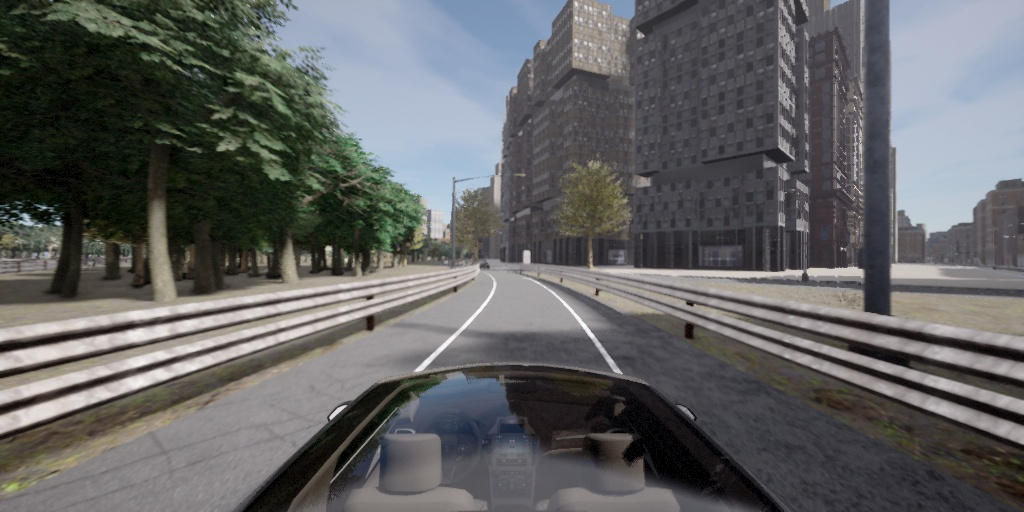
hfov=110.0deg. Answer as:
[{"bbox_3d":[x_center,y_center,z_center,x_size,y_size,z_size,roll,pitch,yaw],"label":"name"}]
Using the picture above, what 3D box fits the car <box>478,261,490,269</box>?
[{"bbox_3d":[-5.277,1.610,63.955,1.837,1.490,4.892,0,0,-17],"label":"car"}]
